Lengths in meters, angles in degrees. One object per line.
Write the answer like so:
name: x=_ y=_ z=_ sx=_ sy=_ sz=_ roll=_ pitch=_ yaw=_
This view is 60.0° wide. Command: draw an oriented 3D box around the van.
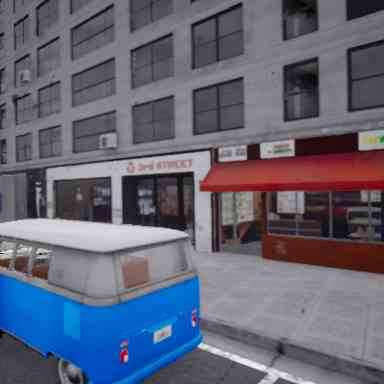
van: x=-1.757 y=1.340 z=4.822 sx=3.998 sy=1.788 sz=1.690 roll=-1 pitch=1 yaw=39
